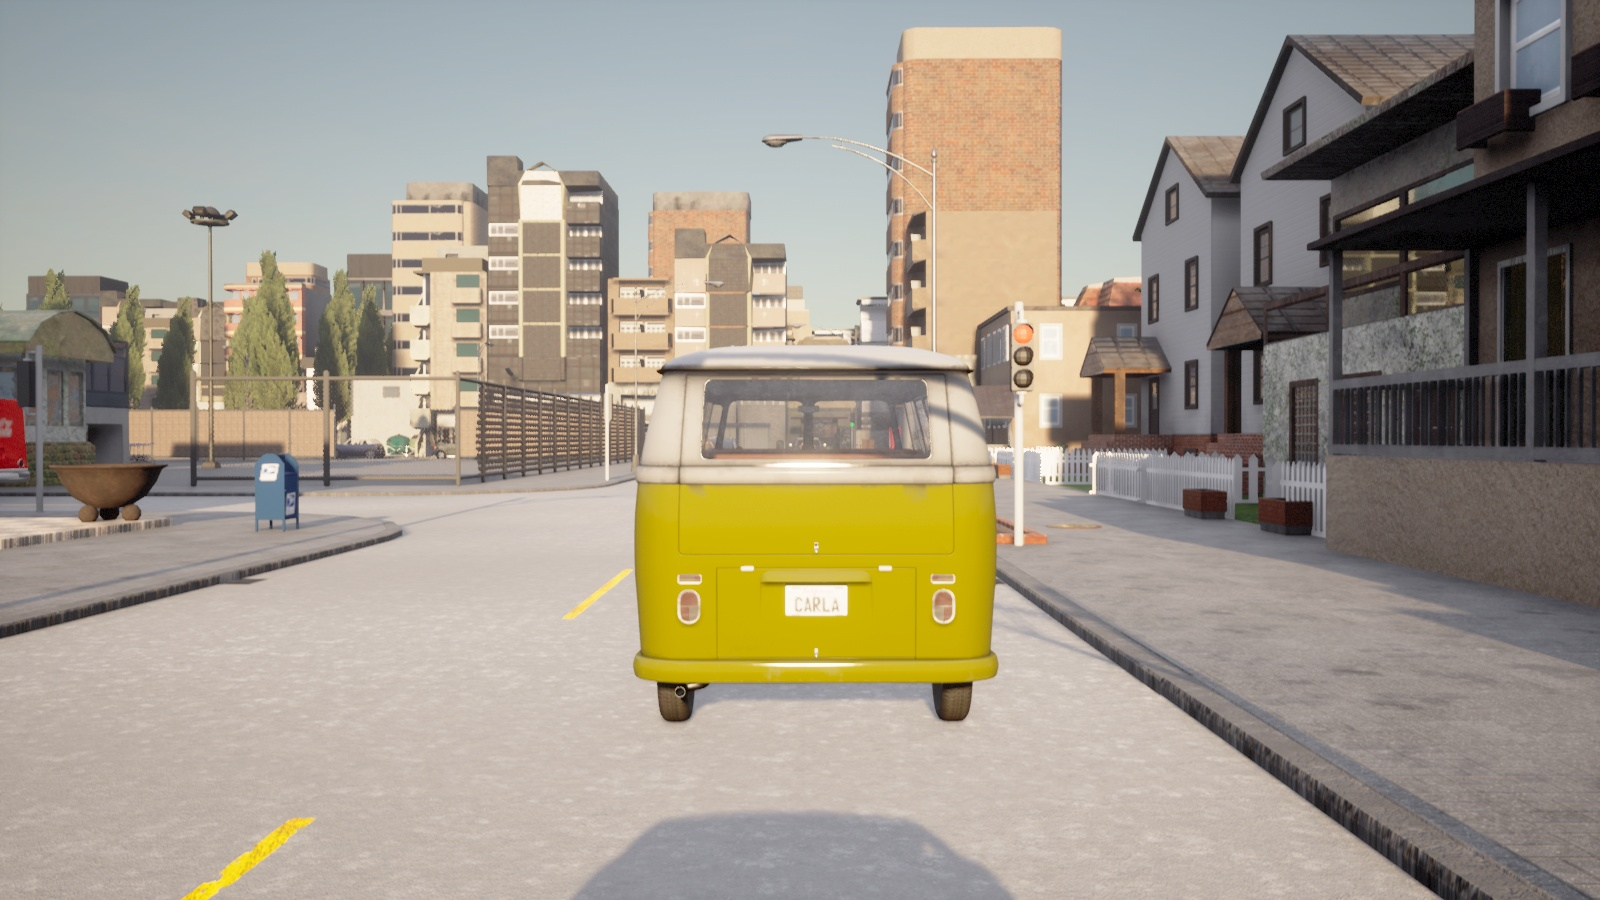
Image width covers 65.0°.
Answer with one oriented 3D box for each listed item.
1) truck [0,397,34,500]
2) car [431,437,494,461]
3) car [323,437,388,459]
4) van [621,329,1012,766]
[{"bbox_3d":[-21.608,-0.041,29.857,5.204,2.467,2.627,0,1,1],"label":"truck"},{"bbox_3d":[-22.380,-0.087,83.454,3.705,1.549,1.789,0,1,0],"label":"car"},{"bbox_3d":[-30.965,-0.145,87.494,3.806,1.475,1.970,0,1,0],"label":"car"},{"bbox_3d":[0.070,0.423,7.930,1.775,1.987,4.442,0,1,0],"label":"van"}]
